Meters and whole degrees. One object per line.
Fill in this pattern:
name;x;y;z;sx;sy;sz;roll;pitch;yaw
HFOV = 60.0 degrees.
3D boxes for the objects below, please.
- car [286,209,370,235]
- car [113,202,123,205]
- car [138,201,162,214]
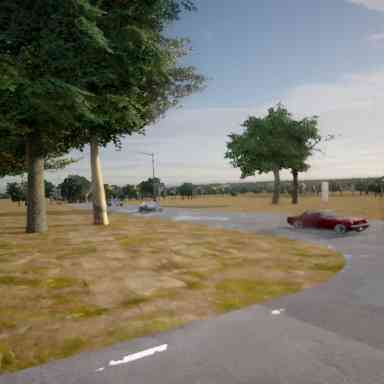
car;8.204;1.751;20.393;1.895;1.301;4.718;-3;1;-33
car;-13.333;1.923;57.065;2.033;1.411;5.357;-3;0;-28
car;-5.431;1.922;42.688;1.812;1.442;4.674;-3;1;-30
